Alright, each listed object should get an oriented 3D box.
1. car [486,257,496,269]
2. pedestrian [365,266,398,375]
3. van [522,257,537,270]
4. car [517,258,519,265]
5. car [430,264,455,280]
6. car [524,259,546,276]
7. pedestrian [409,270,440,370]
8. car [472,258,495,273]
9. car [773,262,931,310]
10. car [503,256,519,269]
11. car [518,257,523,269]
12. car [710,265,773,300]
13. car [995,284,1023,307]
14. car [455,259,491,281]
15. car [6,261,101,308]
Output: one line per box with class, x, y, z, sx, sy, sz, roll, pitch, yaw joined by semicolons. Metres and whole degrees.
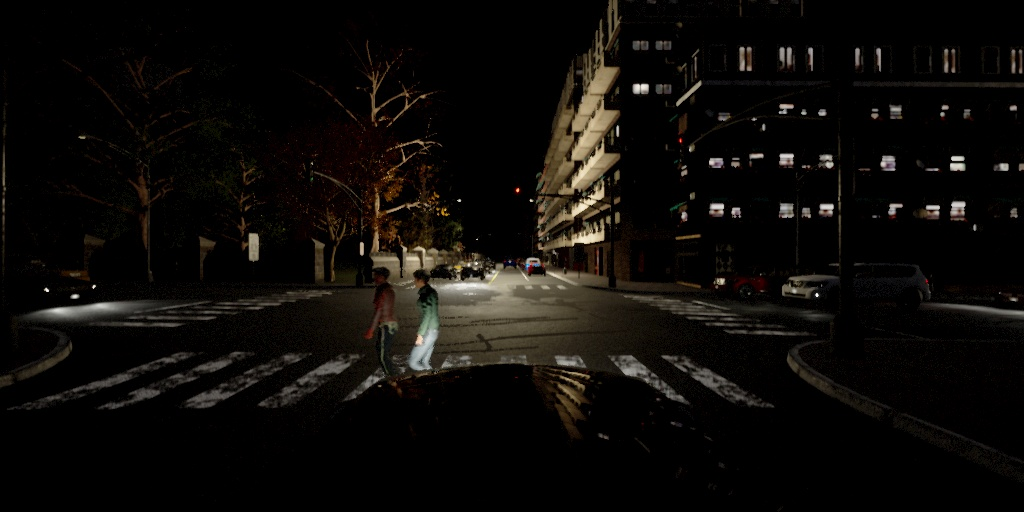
car;-3.379;1.317;53.849;2.128;1.511;4.902;0;0;0
pedestrian;-1.802;1.041;5.120;0.375;1.860;0.375;0;0;0
van;2.459;1.143;42.555;1.690;1.789;3.998;0;0;0
car;2.361;1.387;59.445;2.007;1.370;4.403;0;0;0
car;-5.857;1.350;31.246;1.948;1.339;4.313;0;0;0
car;2.491;1.337;36.924;1.888;1.381;4.507;0;0;0
pedestrian;-1.168;1.049;4.906;0.375;1.860;0.375;0;0;0
car;-3.320;1.304;41.375;1.837;1.490;4.892;0;0;0
car;15.679;1.300;16.470;5.566;2.045;2.150;1;0;-1
car;-0.331;1.059;59.610;2.150;2.045;5.566;0;0;0
car;2.394;1.264;53.815;1.967;1.591;4.097;0;0;0
car;13.353;1.363;19.015;5.009;1.841;2.192;0;0;-1
car;25.547;1.782;16.623;4.674;1.442;1.812;1;0;-1
car;-3.260;1.276;31.078;2.128;1.511;4.902;0;0;0
car;-18.229;1.006;12.744;5.357;1.411;2.033;1;0;-1
